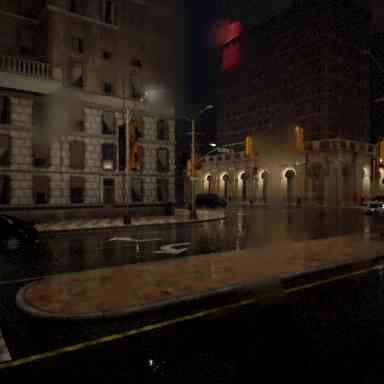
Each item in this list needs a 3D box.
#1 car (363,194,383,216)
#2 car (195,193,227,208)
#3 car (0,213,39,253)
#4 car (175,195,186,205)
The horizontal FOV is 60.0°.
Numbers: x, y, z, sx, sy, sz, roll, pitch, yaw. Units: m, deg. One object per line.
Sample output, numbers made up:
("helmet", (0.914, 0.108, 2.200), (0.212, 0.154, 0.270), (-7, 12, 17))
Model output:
("car", (18.200, 1.213, 30.930), (5.566, 2.045, 2.150), (0, 0, -35))
("car", (2.662, 1.214, 48.148), (2.150, 2.045, 5.566), (0, 0, -35))
("car", (-8.314, 1.504, 12.194), (4.892, 1.490, 1.837), (0, 0, -35))
("car", (-2.970, 1.344, 56.114), (2.097, 1.767, 4.553), (0, 0, -35))
